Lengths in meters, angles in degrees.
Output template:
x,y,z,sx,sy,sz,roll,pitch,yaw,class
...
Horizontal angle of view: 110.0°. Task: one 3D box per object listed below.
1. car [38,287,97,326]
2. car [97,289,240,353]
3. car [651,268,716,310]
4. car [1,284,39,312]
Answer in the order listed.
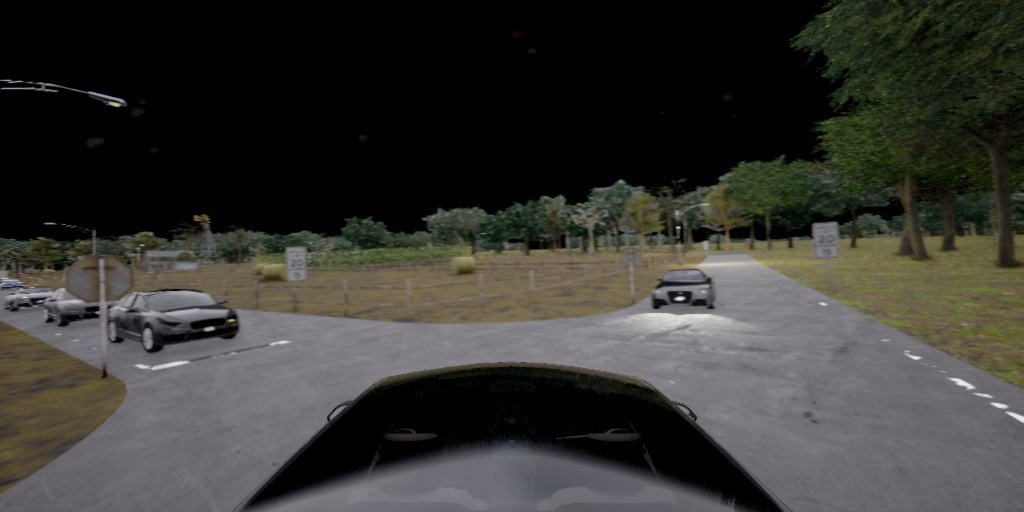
x,y,z,sx,sy,sz,roll,pitch,yaw,class
-18.879,2.133,15.851,4.892,1.490,1.837,-2,-1,31,car
-9.947,1.734,10.483,4.892,1.490,1.837,-3,-1,30,car
6.645,1.197,13.757,1.994,1.385,4.181,-4,-1,31,car
-30.600,2.684,22.985,4.181,1.385,1.994,-2,-1,31,car
